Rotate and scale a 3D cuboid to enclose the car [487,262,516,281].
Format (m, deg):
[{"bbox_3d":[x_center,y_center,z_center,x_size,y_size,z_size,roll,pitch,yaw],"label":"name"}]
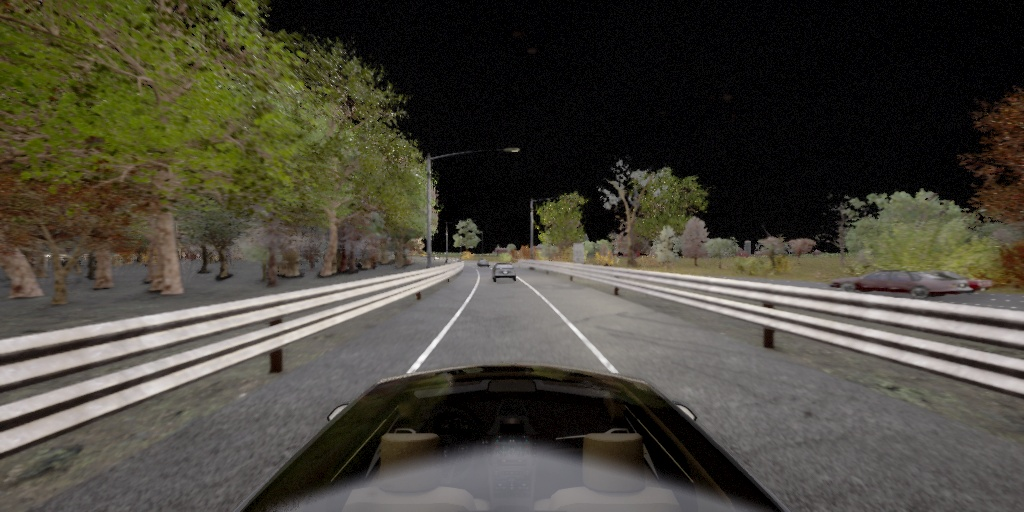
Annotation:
[{"bbox_3d":[-0.735,1.275,29.550,2.033,1.411,5.357,0,0,-5],"label":"car"}]

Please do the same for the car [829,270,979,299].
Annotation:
[{"bbox_3d":[21.395,1.491,20.116,2.033,1.411,5.357,0,0,-22],"label":"car"}]

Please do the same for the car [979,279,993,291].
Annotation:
[{"bbox_3d":[24.629,1.532,21.453,1.895,1.301,4.718,0,0,-22],"label":"car"}]
